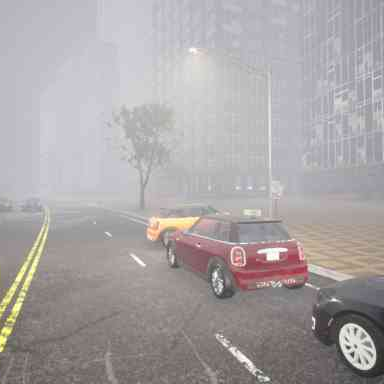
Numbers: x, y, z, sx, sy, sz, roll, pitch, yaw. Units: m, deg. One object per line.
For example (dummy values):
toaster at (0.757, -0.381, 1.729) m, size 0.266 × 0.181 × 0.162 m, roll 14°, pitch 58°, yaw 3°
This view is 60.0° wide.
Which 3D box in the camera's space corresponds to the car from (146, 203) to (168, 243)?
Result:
car at (0.364, 1.276, 14.450) m, size 4.553 × 1.767 × 2.097 m, roll -3°, pitch 1°, yaw -18°

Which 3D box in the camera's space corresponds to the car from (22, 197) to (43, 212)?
car at (-18.864, 1.393, 39.376) m, size 2.097 × 1.767 × 4.553 m, roll 0°, pitch 0°, yaw -24°

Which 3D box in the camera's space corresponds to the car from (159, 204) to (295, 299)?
car at (0.874, 1.355, 8.851) m, size 2.097 × 1.767 × 4.553 m, roll 0°, pitch 0°, yaw -22°

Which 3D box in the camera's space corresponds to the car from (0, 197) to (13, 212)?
car at (-21.832, 1.390, 38.052) m, size 2.097 × 1.767 × 4.553 m, roll 0°, pitch 0°, yaw -24°

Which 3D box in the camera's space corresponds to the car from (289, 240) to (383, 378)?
car at (3.614, 1.505, 3.383) m, size 1.837 × 1.490 × 4.892 m, roll 0°, pitch 0°, yaw -36°
